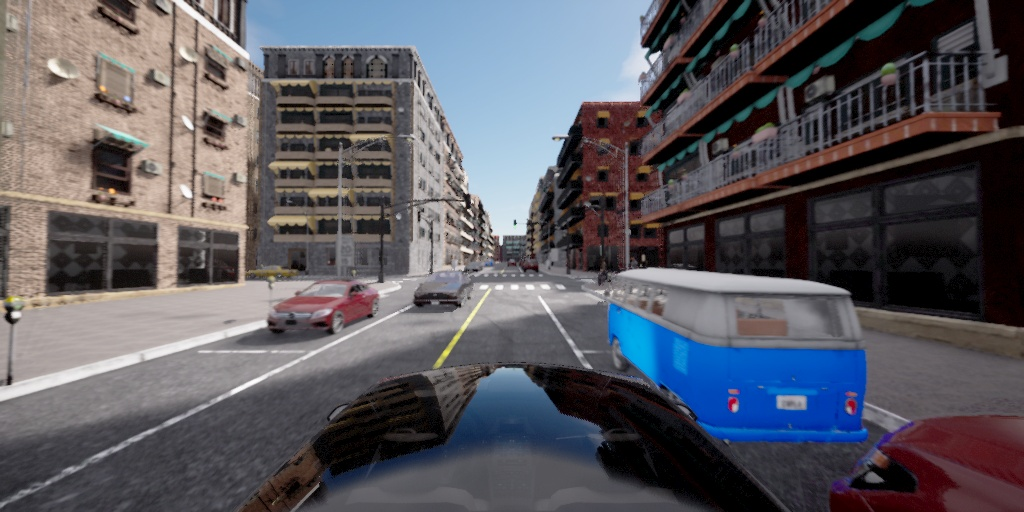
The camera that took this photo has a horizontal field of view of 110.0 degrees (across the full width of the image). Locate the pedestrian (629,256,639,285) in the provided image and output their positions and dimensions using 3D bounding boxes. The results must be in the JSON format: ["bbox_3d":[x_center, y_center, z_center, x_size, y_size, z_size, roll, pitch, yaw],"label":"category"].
[{"bbox_3d":[7.622,0.893,22.457,0.375,1.860,0.375,1,-1,0],"label":"pedestrian"}]

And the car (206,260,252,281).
[{"bbox_3d":[-24.285,1.173,28.627,5.009,1.841,2.192,0,0,0],"label":"car"}]

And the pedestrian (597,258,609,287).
[{"bbox_3d":[5.598,0.979,21.855,0.375,1.860,0.375,1,-1,0],"label":"pedestrian"}]

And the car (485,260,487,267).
[{"bbox_3d":[-5.306,1.548,54.341,1.948,1.339,4.313,0,0,0],"label":"car"}]

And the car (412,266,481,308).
[{"bbox_3d":[-2.794,1.358,15.775,2.033,1.411,5.357,0,0,1],"label":"car"}]

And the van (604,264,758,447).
[{"bbox_3d":[2.535,1.105,5.114,1.690,1.789,3.998,0,0,0],"label":"van"}]

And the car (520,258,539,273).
[{"bbox_3d":[2.574,1.271,48.824,2.192,1.841,5.009,0,0,0],"label":"car"}]

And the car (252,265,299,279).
[{"bbox_3d":[-24.437,1.580,36.505,4.829,1.417,1.751,0,0,0],"label":"car"}]

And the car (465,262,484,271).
[{"bbox_3d":[-5.307,1.522,48.780,1.948,1.339,4.313,0,0,0],"label":"car"}]

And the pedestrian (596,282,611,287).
[{"bbox_3d":[5.905,1.353,23.046,0.500,1.100,0.500,1,-1,0],"label":"pedestrian"}]

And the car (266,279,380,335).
[{"bbox_3d":[-5.312,1.370,10.701,1.802,1.307,4.207,0,0,0],"label":"car"}]
